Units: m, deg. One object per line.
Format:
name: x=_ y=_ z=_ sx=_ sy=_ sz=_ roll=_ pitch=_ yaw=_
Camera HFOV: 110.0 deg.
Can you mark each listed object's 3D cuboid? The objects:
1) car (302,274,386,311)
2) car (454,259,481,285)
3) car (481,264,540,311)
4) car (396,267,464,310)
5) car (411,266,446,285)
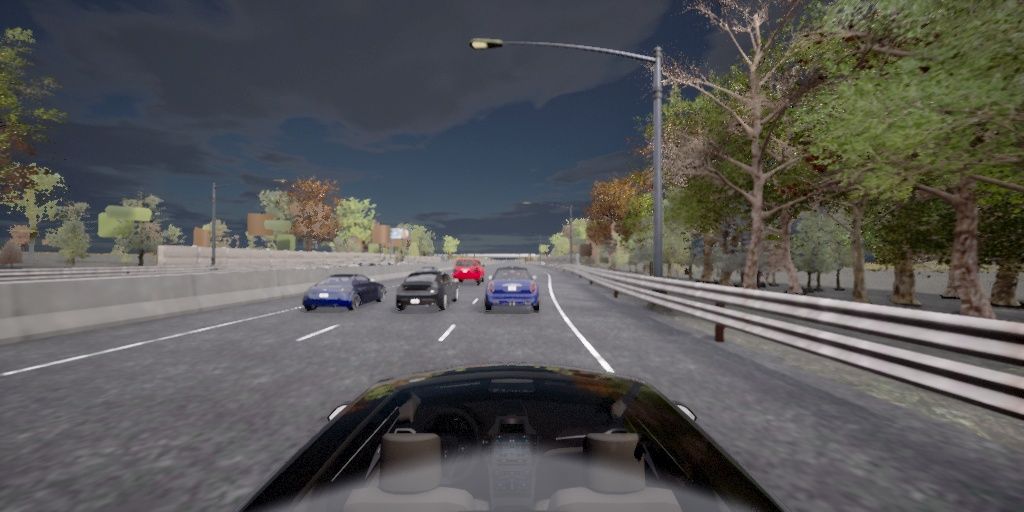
car: x=-6.980 y=1.452 z=15.361 sx=1.994 sy=1.385 sz=4.181 roll=0 pitch=-1 yaw=1
car: x=-3.486 y=1.259 z=29.410 sx=2.150 sy=2.045 sz=5.566 roll=0 pitch=0 yaw=0
car: x=0.025 y=1.238 z=15.281 sx=2.097 sy=1.767 sz=4.553 roll=0 pitch=-1 yaw=1
car: x=-3.475 y=1.395 z=15.373 sx=1.837 sy=1.490 sz=4.892 roll=0 pitch=0 yaw=1
car: x=-6.972 y=1.609 z=30.325 sx=1.994 sy=1.385 sz=4.181 roll=0 pitch=-1 yaw=1
